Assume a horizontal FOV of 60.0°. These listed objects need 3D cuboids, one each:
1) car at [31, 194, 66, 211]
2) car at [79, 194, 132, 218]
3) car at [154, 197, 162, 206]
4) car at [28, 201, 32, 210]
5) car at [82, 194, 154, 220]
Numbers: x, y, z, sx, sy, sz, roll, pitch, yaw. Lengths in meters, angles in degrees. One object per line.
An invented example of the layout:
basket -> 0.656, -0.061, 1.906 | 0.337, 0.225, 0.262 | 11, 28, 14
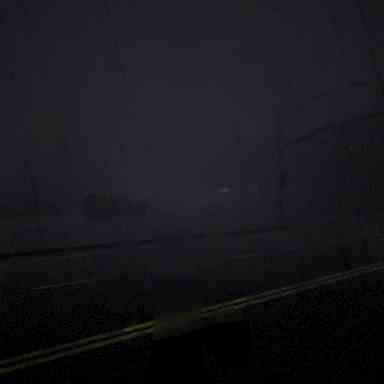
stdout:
car -> -18.660, 1.141, 44.072 | 3.866, 1.878, 1.905 | 0, 0, -35
car -> -7.292, 1.141, 28.077 | 3.866, 1.878, 1.905 | 0, 0, -35
car -> -6.459, 1.467, 52.352 | 1.837, 1.490, 4.892 | 0, 0, -34
car -> -20.323, 1.380, 46.442 | 3.806, 1.475, 1.970 | 0, 0, -35
car -> -5.664, 1.138, 25.683 | 4.605, 1.855, 1.932 | 0, 0, -35
